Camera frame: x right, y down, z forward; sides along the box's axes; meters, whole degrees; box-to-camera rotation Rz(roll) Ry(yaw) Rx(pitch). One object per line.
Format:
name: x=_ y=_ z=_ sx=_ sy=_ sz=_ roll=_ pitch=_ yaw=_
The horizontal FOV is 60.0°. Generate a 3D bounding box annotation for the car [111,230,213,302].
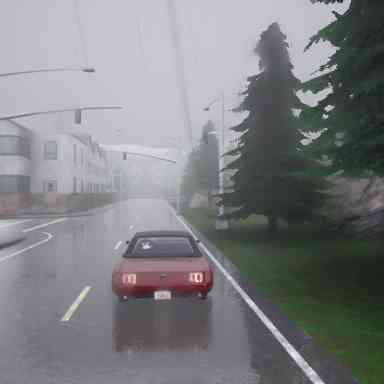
car: x=-0.719 y=1.600 z=8.291 sx=1.895 sy=1.301 sz=4.718 roll=0 pitch=0 yaw=-5
